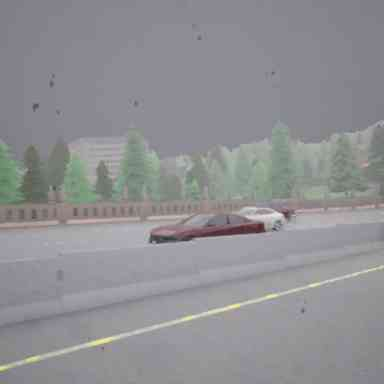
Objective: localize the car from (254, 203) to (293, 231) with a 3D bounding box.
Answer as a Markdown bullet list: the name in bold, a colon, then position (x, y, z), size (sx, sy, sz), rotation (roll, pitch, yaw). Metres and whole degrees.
- **car**: position (3.489, 1.587, 19.378), size (4.674, 1.442, 1.812), rotation (0, 0, -35)

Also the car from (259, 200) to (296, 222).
- **car**: position (5.768, 1.431, 25.296), size (4.553, 1.767, 2.097), rotation (0, 0, -35)

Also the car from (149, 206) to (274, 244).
- **car**: position (0.722, 1.519, 13.104), size (5.008, 1.535, 1.882), rotation (0, 0, -35)
